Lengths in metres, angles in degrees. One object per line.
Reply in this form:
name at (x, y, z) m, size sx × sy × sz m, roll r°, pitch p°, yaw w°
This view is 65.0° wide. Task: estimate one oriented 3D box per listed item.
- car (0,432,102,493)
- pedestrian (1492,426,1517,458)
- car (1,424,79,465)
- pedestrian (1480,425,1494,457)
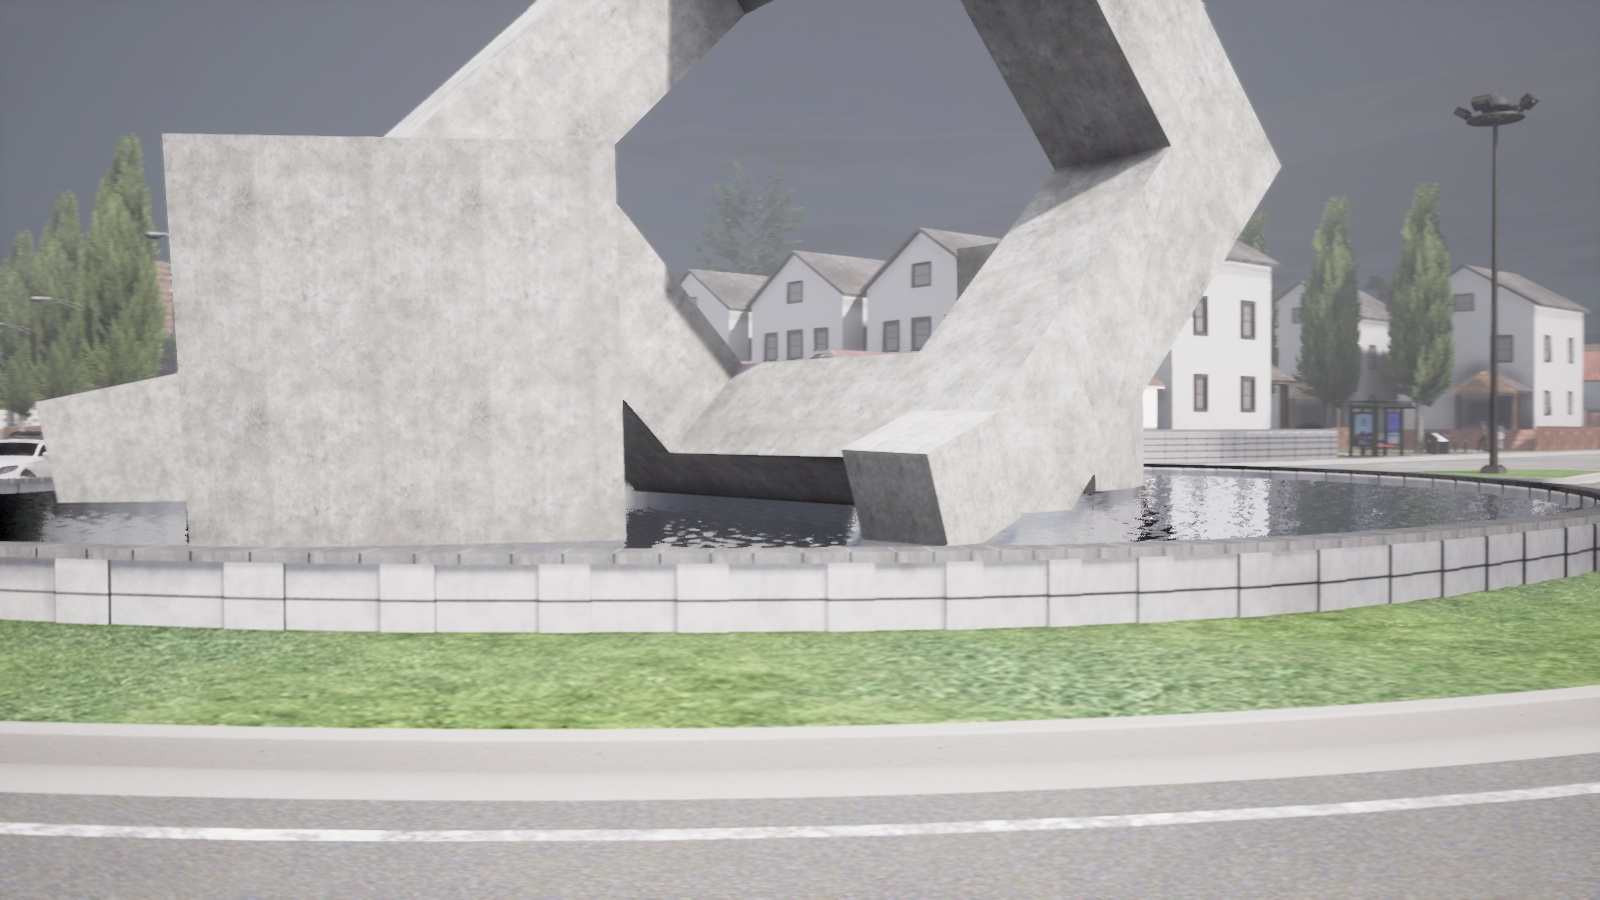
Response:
car at (-20.140, 0.271, 32.586) m, size 1.812 × 1.442 × 4.674 m, roll 0°, pitch 1°, yaw -5°
pedestrian at (40.698, -0.473, 72.535) m, size 0.900 × 1.855 × 0.874 m, roll 0°, pitch 1°, yaw -7°
car at (-32.136, -0.274, 53.055) m, size 2.242 × 1.667 × 4.611 m, roll 0°, pitch 1°, yaw -38°
pedestrian at (40.070, -0.534, 73.280) m, size 0.634 × 1.846 × 0.331 m, roll 1°, pitch 1°, yaw 44°
